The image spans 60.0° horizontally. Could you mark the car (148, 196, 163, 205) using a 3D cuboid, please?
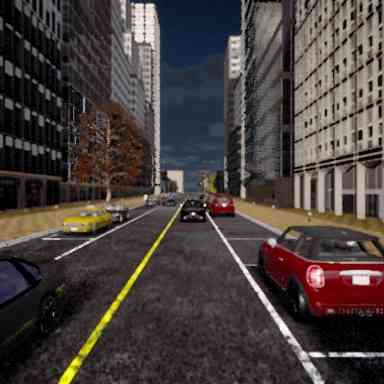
[{"bbox_3d":[-5.712,1.371,52.776,1.947,1.339,4.313,0,0,0],"label":"car"}]

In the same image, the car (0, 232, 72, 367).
[{"bbox_3d":[-3.100,1.535,3.794,2.033,1.411,5.357,0,0,0],"label":"car"}]

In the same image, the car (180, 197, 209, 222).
[{"bbox_3d":[0.089,1.388,25.833,1.882,1.535,5.008,0,0,0],"label":"car"}]

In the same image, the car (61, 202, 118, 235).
[{"bbox_3d":[-5.696,1.462,18.451,1.752,1.417,4.829,0,0,0],"label":"car"}]

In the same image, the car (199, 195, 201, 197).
[{"bbox_3d":[0.081,1.350,42.690,2.163,1.488,4.792,0,0,0],"label":"car"}]

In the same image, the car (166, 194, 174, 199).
[{"bbox_3d":[-5.728,1.199,86.929,1.887,1.381,4.507,0,0,0],"label":"car"}]

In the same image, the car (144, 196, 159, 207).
[{"bbox_3d":[-5.709,1.379,47.084,2.008,1.369,4.403,0,0,0],"label":"car"}]

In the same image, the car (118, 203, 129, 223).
[{"bbox_3d":[-5.699,1.467,24.315,2.008,1.369,4.403,0,0,0],"label":"car"}]

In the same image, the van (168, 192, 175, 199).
[{"bbox_3d":[-5.729,0.968,92.621,1.690,1.788,3.998,0,0,0],"label":"van"}]

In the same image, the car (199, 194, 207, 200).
[{"bbox_3d":[2.656,1.246,81.228,1.947,1.339,4.313,0,0,0],"label":"car"}]

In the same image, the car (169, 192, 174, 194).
[{"bbox_3d":[-5.723,1.256,75.545,2.008,1.369,4.403,0,0,0],"label":"car"}]

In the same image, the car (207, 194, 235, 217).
[{"bbox_3d":[2.681,1.210,29.998,2.192,1.841,5.009,0,0,0],"label":"car"}]

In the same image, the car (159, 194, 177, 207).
[{"bbox_3d":[-3.105,1.396,46.500,1.994,1.385,4.181,0,0,0],"label":"car"}]

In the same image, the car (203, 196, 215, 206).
[{"bbox_3d":[2.669,1.330,52.937,1.752,1.417,4.829,0,0,0],"label":"car"}]

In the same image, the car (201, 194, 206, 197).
[{"bbox_3d":[2.675,1.167,41.383,2.192,1.841,5.009,0,0,0],"label":"car"}]

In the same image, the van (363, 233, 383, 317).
[{"bbox_3d":[2.693,1.336,1.539,1.690,1.788,3.998,0,0,0],"label":"van"}]

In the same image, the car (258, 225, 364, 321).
[{"bbox_3d":[2.690,1.417,7.230,1.967,1.590,4.097,0,0,0],"label":"car"}]
